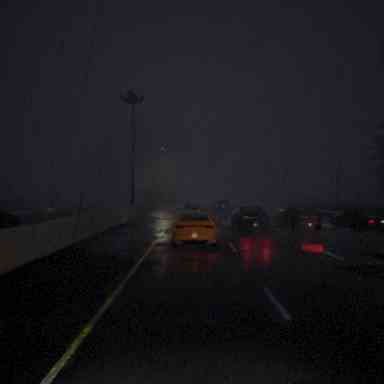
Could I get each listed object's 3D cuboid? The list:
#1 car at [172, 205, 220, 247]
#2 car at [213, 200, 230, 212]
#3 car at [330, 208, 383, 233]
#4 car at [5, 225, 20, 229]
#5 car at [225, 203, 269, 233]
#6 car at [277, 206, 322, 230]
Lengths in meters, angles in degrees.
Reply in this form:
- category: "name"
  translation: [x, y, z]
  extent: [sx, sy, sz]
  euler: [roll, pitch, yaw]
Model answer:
- category: "car"
  translation: [0.100, 1.614, 15.856]
  extent: [1.882, 1.535, 5.008]
  euler: [0, 0, 0]
- category: "car"
  translation: [3.582, 1.692, 39.805]
  extent: [2.097, 1.767, 4.553]
  euler: [0, 0, 0]
- category: "car"
  translation: [10.600, 1.726, 20.977]
  extent: [2.033, 1.411, 5.357]
  euler: [0, 0, 0]
- category: "car"
  translation: [-10.500, 1.678, 16.689]
  extent: [2.128, 1.511, 4.902]
  euler: [0, 0, 0]
- category: "car"
  translation: [3.599, 1.674, 21.246]
  extent: [2.128, 1.511, 4.902]
  euler: [0, 0, 0]
- category: "car"
  translation: [7.100, 1.698, 22.391]
  extent: [1.837, 1.490, 4.892]
  euler: [0, 0, 0]
